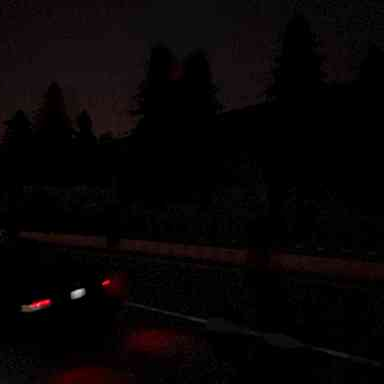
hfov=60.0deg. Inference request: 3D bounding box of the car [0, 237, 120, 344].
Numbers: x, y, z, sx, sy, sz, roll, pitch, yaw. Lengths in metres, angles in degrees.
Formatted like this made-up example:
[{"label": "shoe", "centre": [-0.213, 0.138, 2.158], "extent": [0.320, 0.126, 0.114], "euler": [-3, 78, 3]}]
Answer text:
[{"label": "car", "centre": [-3.851, 1.595, 6.293], "extent": [5.357, 1.411, 2.033], "euler": [-1, 0, 31]}]
